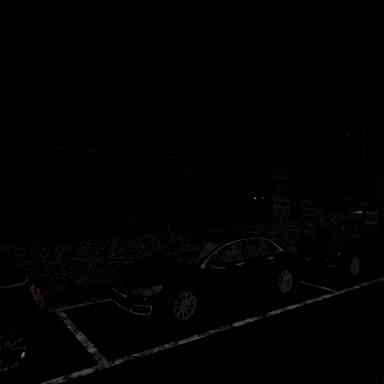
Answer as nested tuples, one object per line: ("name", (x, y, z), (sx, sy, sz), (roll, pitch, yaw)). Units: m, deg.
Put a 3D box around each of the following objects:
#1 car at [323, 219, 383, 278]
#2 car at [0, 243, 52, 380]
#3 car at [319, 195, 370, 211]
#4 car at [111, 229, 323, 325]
("car", (4.946, 1.545, 10.169), (4.507, 1.381, 1.887), (0, 0, -35))
("car", (-3.944, 1.440, 3.838), (4.097, 1.590, 1.967), (0, 0, -35))
("car", (15.452, 1.135, 33.979), (1.882, 1.535, 5.008), (0, 1, -35))
("car", (0.501, 1.551, 7.003), (4.403, 1.369, 2.008), (0, 0, -35))
